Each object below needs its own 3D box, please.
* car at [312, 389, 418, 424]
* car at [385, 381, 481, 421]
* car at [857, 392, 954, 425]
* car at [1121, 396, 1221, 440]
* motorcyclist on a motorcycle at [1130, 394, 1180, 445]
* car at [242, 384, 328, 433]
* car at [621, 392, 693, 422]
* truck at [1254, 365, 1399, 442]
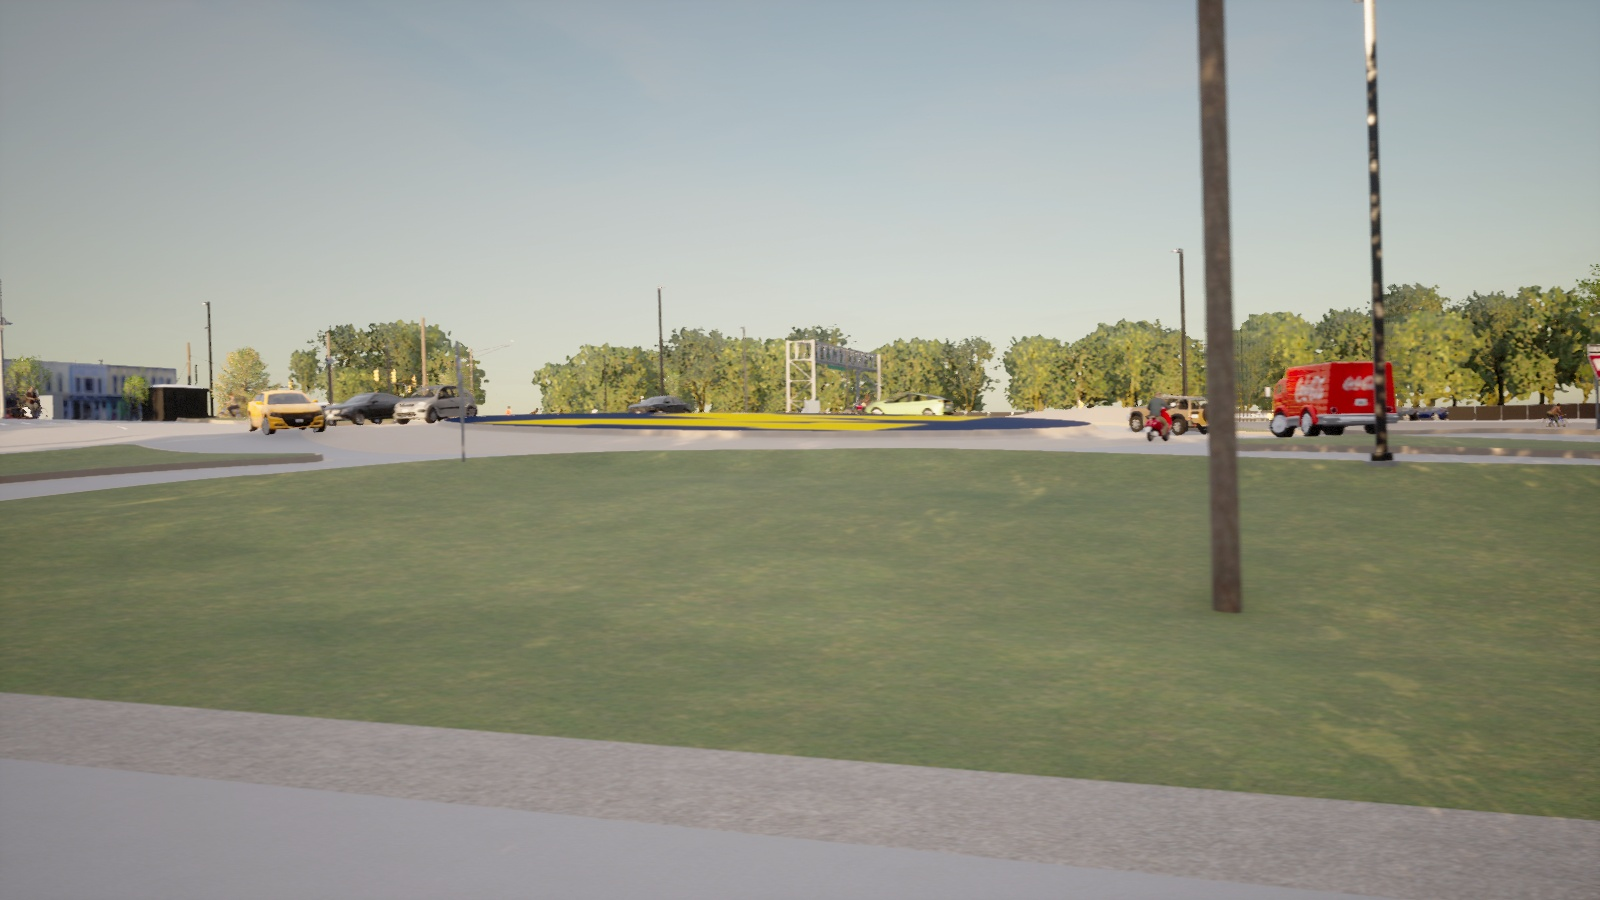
[{"bbox_3d":[-19.737,-2.009,57.211,1.812,1.442,4.674,-1,2,25],"label":"car"},{"bbox_3d":[-15.791,-2.139,54.278,1.851,1.617,3.988,-1,2,22],"label":"car"},{"bbox_3d":[5.478,-2.177,65.156,4.514,1.525,2.007,2,0,27],"label":"car"},{"bbox_3d":[17.562,-1.572,59.688,1.932,1.855,4.605,-1,5,-26],"label":"car"},{"bbox_3d":[11.436,-0.989,40.459,0.866,1.590,1.817,3,3,38],"label":"motorcyclist on a motorcycle"},{"bbox_3d":[-18.525,-1.542,45.046,1.882,1.535,5.008,-3,5,-33],"label":"car"},{"bbox_3d":[-8.246,-2.459,73.007,1.882,1.535,5.008,-1,0,24],"label":"car"},{"bbox_3d":[18.016,-1.527,43.330,2.627,2.467,5.204,0,0,-3],"label":"truck"}]
